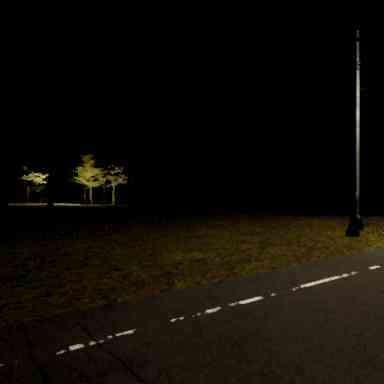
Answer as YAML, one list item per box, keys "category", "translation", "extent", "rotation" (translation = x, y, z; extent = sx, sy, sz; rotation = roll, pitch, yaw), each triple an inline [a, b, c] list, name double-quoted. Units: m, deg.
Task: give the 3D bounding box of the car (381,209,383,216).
- category: "car"
  translation: [19.978, 1.740, 30.296]
  extent: [1.882, 1.535, 5.008]
  rotation: [3, -3, -36]
